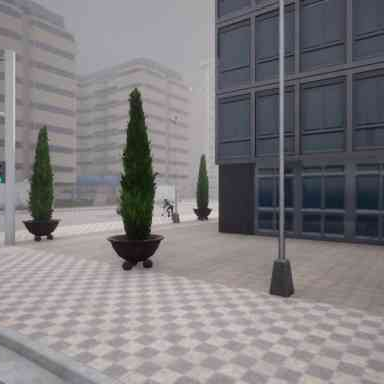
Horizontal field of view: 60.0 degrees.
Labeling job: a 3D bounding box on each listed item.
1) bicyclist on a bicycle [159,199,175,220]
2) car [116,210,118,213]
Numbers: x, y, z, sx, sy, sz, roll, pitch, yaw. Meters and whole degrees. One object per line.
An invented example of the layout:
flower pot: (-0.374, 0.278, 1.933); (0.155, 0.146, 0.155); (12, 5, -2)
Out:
bicyclist on a bicycle: (-1.908, 1.356, 25.824); (1.656, 1.620, 0.582); (0, 0, 35)
car: (-5.845, 1.619, 34.603); (1.994, 1.385, 4.181); (0, 0, 35)
